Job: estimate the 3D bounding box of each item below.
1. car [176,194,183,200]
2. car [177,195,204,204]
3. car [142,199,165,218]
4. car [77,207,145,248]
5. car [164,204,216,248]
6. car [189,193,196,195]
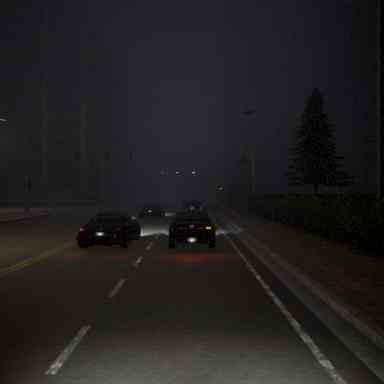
[{"bbox_3d":[-3.500,1.501,93.076,1.994,1.385,4.181,0,0,0],"label":"car"},{"bbox_3d":[0.000,1.364,29.620,2.097,1.767,4.553,0,0,0],"label":"car"},{"bbox_3d":[-3.500,1.571,29.650,1.994,1.385,4.181,0,0,0],"label":"car"},{"bbox_3d":[-3.500,1.570,14.650,1.994,1.385,4.181,0,0,0],"label":"car"},{"bbox_3d":[0.000,1.514,14.650,1.837,1.490,4.892,0,0,0],"label":"car"},{"bbox_3d":[0.000,1.170,92.838,2.150,2.045,5.566,0,0,0],"label":"car"}]
